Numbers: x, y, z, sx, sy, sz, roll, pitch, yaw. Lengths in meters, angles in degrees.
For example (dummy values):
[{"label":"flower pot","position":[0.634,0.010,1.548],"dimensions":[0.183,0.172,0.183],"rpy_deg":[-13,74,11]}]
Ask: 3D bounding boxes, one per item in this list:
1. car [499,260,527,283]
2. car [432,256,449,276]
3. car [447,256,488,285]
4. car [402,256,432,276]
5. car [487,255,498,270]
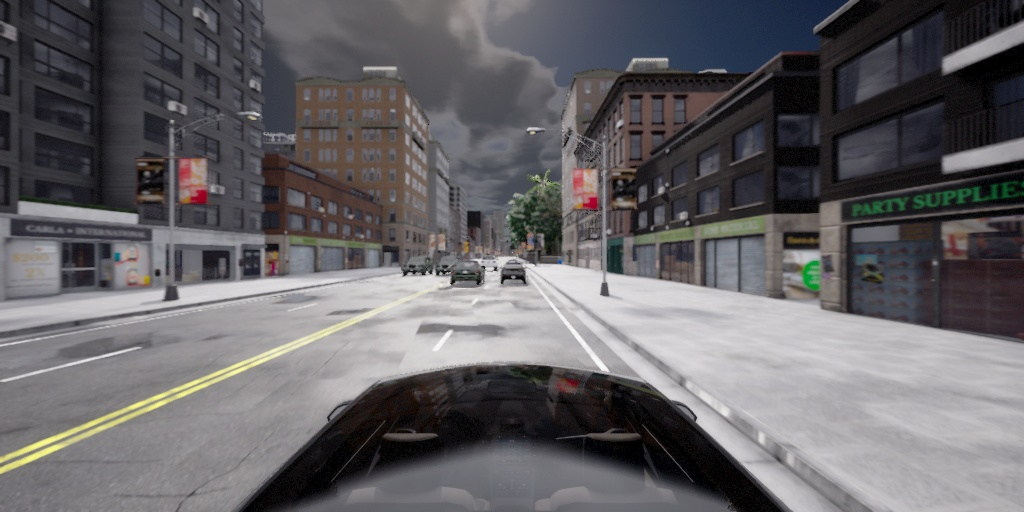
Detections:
[{"label":"car","position":[0.100,1.238,27.293],"dimensions":[1.837,1.490,4.892],"rpy_deg":[0,0,0]},{"label":"car","position":[-6.500,1.007,37.680],"dimensions":[2.150,2.045,5.566],"rpy_deg":[0,0,0]},{"label":"car","position":[-3.150,1.088,26.308],"dimensions":[2.097,1.767,4.553],"rpy_deg":[0,0,0]},{"label":"car","position":[-9.750,1.008,37.680],"dimensions":[2.150,2.045,5.566],"rpy_deg":[0,0,0]},{"label":"car","position":[-3.150,0.948,50.488],"dimensions":[2.150,2.045,5.566],"rpy_deg":[0,0,0]}]
